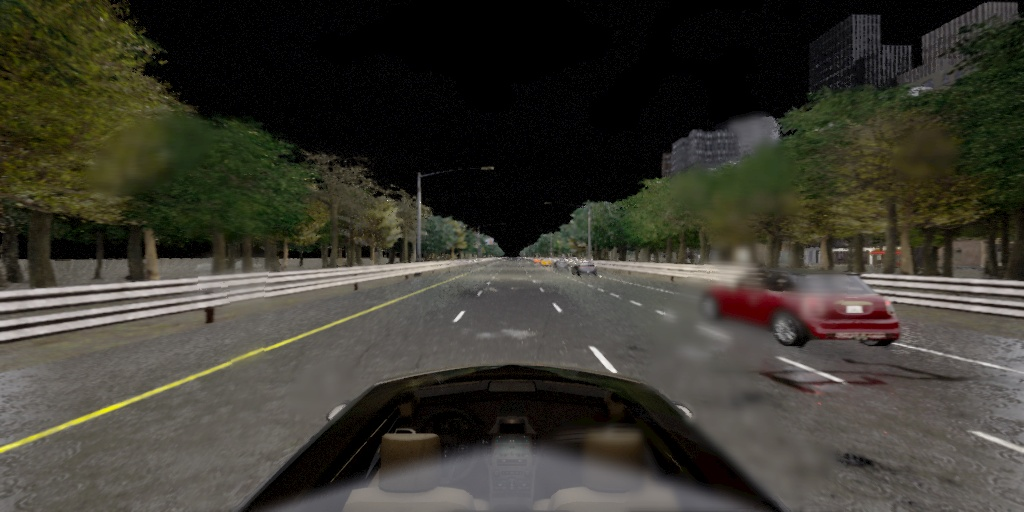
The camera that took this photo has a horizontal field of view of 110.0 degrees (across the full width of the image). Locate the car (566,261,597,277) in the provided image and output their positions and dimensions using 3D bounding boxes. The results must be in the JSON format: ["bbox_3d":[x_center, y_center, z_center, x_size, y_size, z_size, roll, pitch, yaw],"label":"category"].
[{"bbox_3d":[7.041,1.272,35.430,2.128,1.511,4.902,0,0,0],"label":"car"}]

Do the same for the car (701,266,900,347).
[{"bbox_3d":[7.002,1.106,9.457,2.097,1.767,4.553,0,0,0],"label":"car"}]

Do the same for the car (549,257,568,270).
[{"bbox_3d":[7.103,1.293,52.445,2.128,1.511,4.902,0,0,0],"label":"car"}]
